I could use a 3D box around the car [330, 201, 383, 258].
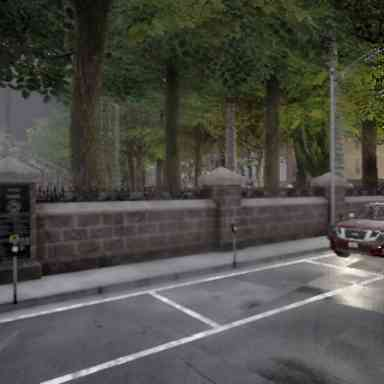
[{"bbox_3d":[6.884,1.259,11.456,5.009,1.841,2.192,0,0,-36],"label":"car"}]
